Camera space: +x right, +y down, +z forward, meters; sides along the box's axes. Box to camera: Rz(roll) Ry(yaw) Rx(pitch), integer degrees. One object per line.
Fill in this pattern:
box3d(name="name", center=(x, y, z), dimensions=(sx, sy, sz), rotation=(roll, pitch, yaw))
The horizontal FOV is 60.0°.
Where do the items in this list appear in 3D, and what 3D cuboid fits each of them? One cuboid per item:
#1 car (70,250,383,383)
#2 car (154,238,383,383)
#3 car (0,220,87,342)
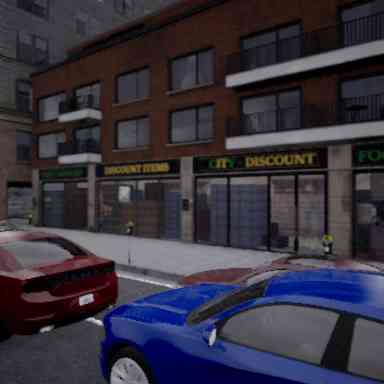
box3d(name="car", center=(1.230, 1.497, 3.074), dimensions=(5.008, 1.535, 1.882), rotation=(0, 0, 36))
box3d(name="car", center=(1.593, 1.612, 5.045), dimensions=(4.206, 1.307, 1.802), rotation=(0, 0, 36))
box3d(name="car", center=(-3.638, 1.511, 6.581), dimensions=(5.008, 1.535, 1.882), rotation=(0, 0, 36))
